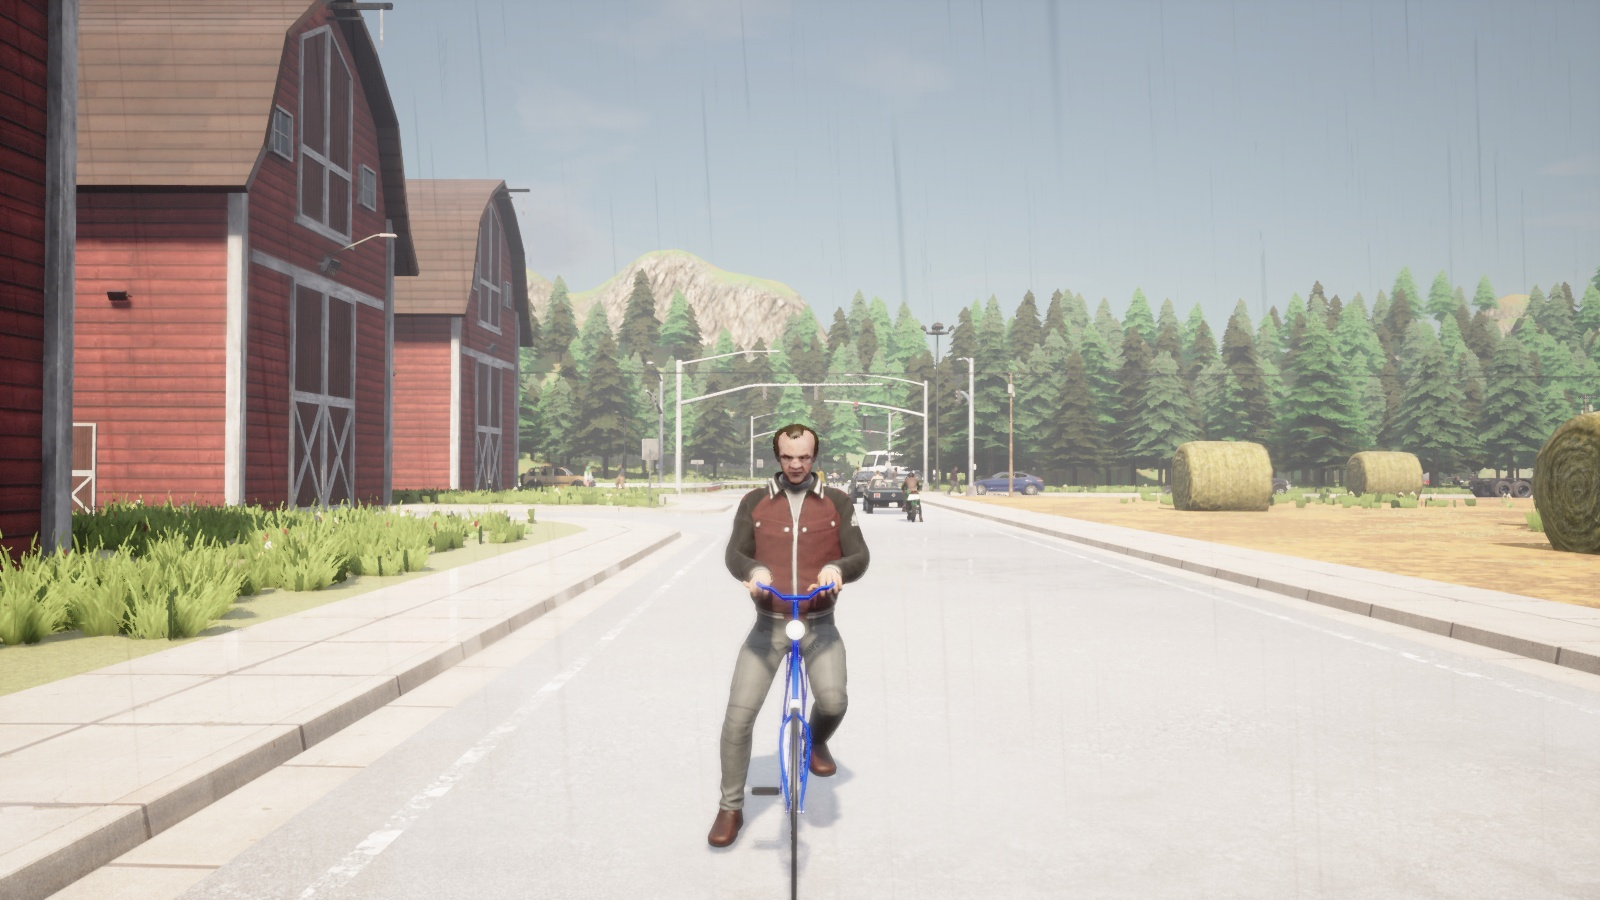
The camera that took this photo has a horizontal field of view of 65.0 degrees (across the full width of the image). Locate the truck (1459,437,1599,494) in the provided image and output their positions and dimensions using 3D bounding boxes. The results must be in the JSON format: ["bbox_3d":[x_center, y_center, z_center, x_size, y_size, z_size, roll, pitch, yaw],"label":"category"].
[{"bbox_3d":[45.701,0.983,77.990,7.936,3.462,2.891,0,-1,1],"label":"truck"}]

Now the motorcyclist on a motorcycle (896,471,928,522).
[{"bbox_3d":[3.412,1.405,38.440,0.797,1.523,2.044,0,-1,0],"label":"motorcyclist on a motorcycle"}]

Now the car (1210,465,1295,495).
[{"bbox_3d":[28.141,1.856,78.252,4.605,1.855,1.932,0,-1,1],"label":"car"}]

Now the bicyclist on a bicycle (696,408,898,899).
[{"bbox_3d":[-0.013,0.770,5.071,0.659,1.776,1.843,0,-1,0],"label":"bicyclist on a bicycle"}]

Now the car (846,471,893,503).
[{"bbox_3d":[3.355,1.770,61.217,2.007,1.525,4.514,0,-1,0],"label":"car"}]

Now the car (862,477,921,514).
[{"bbox_3d":[3.386,1.696,47.437,1.895,1.301,4.718,0,-1,0],"label":"car"}]

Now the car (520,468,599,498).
[{"bbox_3d":[-15.095,2.041,78.929,4.605,1.855,1.932,0,-1,1],"label":"car"}]

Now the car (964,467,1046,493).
[{"bbox_3d":[13.342,1.940,81.984,5.027,1.651,2.152,0,-1,1],"label":"car"}]

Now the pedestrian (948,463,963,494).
[{"bbox_3d":[9.321,1.710,75.233,0.899,1.844,0.634,0,-1,8],"label":"pedestrian"}]
